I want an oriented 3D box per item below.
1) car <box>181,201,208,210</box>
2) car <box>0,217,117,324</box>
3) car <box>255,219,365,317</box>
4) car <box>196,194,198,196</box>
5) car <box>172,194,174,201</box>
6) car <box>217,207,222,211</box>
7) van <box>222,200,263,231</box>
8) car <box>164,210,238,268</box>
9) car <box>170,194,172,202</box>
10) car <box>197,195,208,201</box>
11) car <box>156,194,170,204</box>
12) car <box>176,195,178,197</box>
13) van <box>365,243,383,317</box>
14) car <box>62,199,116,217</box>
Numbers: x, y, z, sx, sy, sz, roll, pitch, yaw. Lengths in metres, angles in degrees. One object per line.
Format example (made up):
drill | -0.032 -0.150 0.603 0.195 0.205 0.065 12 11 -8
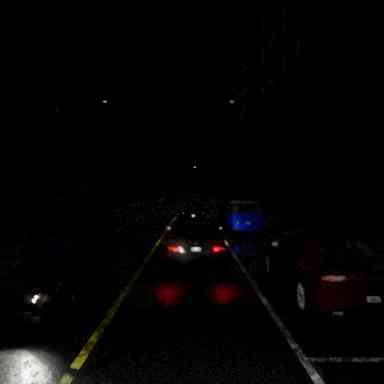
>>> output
car | 0.097 1.580 24.749 1.994 1.385 4.181 0 0 0
car | -3.100 1.555 7.662 2.033 1.411 5.357 0 0 0
car | 2.855 1.552 7.458 1.887 1.381 4.507 0 0 0
car | 2.848 1.588 89.713 2.008 1.369 4.403 0 0 0
car | -5.676 1.568 73.328 1.887 1.381 4.507 0 0 0
car | 2.854 1.582 24.439 1.947 1.339 4.313 0 0 0
van | 2.854 1.355 18.779 1.690 1.788 3.998 0 0 0
car | 0.100 1.557 11.217 2.033 1.411 5.357 0 0 0
car | -5.675 1.571 67.877 2.008 1.369 4.403 0 0 0
car | 2.848 1.467 78.816 1.967 1.590 4.097 0 0 0
car | -5.675 1.544 62.257 1.752 1.417 4.829 0 0 0
car | -5.677 1.588 89.681 2.008 1.369 4.403 0 0 0
van | 2.855 1.343 1.798 1.690 1.788 3.998 0 0 0
car | -5.671 1.329 18.738 2.192 1.841 5.009 0 0 0
